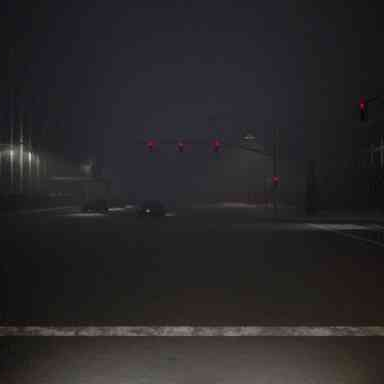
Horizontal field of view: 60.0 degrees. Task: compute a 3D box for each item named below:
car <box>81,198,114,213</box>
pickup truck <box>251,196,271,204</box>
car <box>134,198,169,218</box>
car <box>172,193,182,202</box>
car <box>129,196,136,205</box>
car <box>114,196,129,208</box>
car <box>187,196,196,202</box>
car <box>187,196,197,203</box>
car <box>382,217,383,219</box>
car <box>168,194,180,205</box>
[{"bbox_3d":[-10.648,1.547,37.184,2.033,1.411,5.357,0,0,0],"label":"car"},{"bbox_3d":[13.020,1.058,61.498,2.390,2.098,6.274,0,0,30],"label":"pickup truck"},{"bbox_3d":[-3.591,1.564,30.064,1.994,1.385,4.181,0,0,4],"label":"car"},{"bbox_3d":[-3.626,1.225,76.450,2.150,2.045,5.566,0,0,0],"label":"car"},{"bbox_3d":[-10.664,1.491,57.424,2.128,1.511,4.902,0,0,0],"label":"car"},{"bbox_3d":[-10.666,1.564,47.058,1.994,1.385,4.181,0,0,0],"label":"car"},{"bbox_3d":[-0.125,1.540,76.269,2.033,1.411,5.357,0,0,0],"label":"car"},{"bbox_3d":[-0.010,1.601,66.475,1.895,1.301,4.718,0,0,0],"label":"car"},{"bbox_3d":[15.114,1.601,21.577,4.718,1.301,1.895,0,0,0],"label":"car"},{"bbox_3d":[-3.483,1.525,58.697,1.812,1.442,4.674,0,0,0],"label":"car"}]
